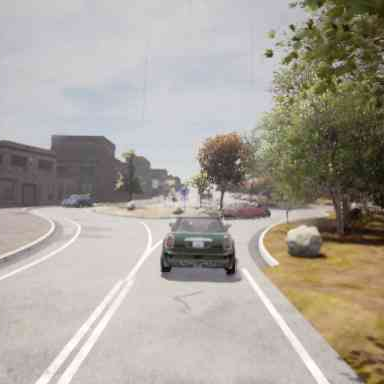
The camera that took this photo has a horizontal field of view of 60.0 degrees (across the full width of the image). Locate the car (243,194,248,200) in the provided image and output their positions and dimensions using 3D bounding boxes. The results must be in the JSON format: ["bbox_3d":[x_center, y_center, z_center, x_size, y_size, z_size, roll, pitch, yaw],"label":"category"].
[{"bbox_3d":[17.823,2.233,93.726,5.366,1.575,1.946,1,1,1],"label":"car"}]

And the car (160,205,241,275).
[{"bbox_3d":[0.253,1.437,11.055,2.097,1.767,4.553,1,0,2],"label":"car"}]

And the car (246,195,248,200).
[{"bbox_3d":[17.992,2.310,90.946,4.792,1.488,2.163,1,1,1],"label":"car"}]

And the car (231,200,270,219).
[{"bbox_3d":[4.580,1.595,28.252,4.181,1.385,1.994,0,-1,-27],"label":"car"}]

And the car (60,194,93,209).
[{"bbox_3d":[-14.212,1.080,41.063,2.097,1.767,4.553,1,0,13],"label":"car"}]

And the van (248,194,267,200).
[{"bbox_3d":[17.804,2.092,88.172,4.442,1.987,1.878,1,1,1],"label":"van"}]
